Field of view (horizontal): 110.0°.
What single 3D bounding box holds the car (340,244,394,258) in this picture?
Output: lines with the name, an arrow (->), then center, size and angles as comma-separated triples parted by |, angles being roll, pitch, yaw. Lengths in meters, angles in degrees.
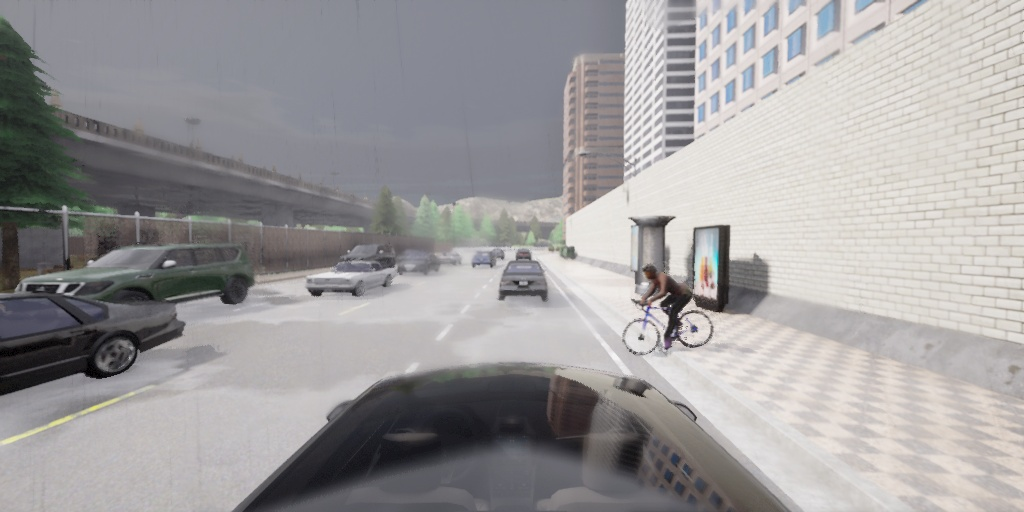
car -> -9.801, 0.180, 24.805 | 2.150, 2.045, 5.566 | 0, 2, 2

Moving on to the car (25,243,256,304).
car -> -10.351, 0.653, 10.589 | 2.150, 2.045, 5.566 | 0, 2, 2

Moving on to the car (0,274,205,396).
car -> -7.053, 1.198, 4.237 | 2.033, 1.411, 5.357 | 0, 2, 2

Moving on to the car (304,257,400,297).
car -> -6.697, 0.887, 15.371 | 1.895, 1.301, 4.718 | 0, 2, 2

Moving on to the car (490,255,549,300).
car -> 0.471, 0.879, 14.523 | 2.033, 1.411, 5.357 | 0, 2, 2

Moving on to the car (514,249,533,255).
car -> 1.362, -0.077, 42.393 | 1.837, 1.490, 4.892 | 0, 1, 2

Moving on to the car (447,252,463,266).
car -> -6.009, 0.265, 34.408 | 1.895, 1.301, 4.718 | 0, 2, 2

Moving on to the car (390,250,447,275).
car -> -6.299, 0.472, 24.805 | 2.128, 1.511, 4.902 | 0, 2, 2

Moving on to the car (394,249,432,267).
car -> -9.495, 0.133, 34.842 | 2.128, 1.511, 4.902 | 0, 2, 2

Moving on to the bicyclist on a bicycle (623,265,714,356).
bicyclist on a bicycle -> 2.768, 0.952, 6.514 | 1.656, 1.620, 0.582 | -9, 2, 2

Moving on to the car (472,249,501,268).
car -> -2.486, 0.273, 32.788 | 2.033, 1.411, 5.357 | 0, 2, 2

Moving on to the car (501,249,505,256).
car -> -1.973, -0.248, 48.731 | 2.033, 1.411, 5.357 | 0, 2, 2
